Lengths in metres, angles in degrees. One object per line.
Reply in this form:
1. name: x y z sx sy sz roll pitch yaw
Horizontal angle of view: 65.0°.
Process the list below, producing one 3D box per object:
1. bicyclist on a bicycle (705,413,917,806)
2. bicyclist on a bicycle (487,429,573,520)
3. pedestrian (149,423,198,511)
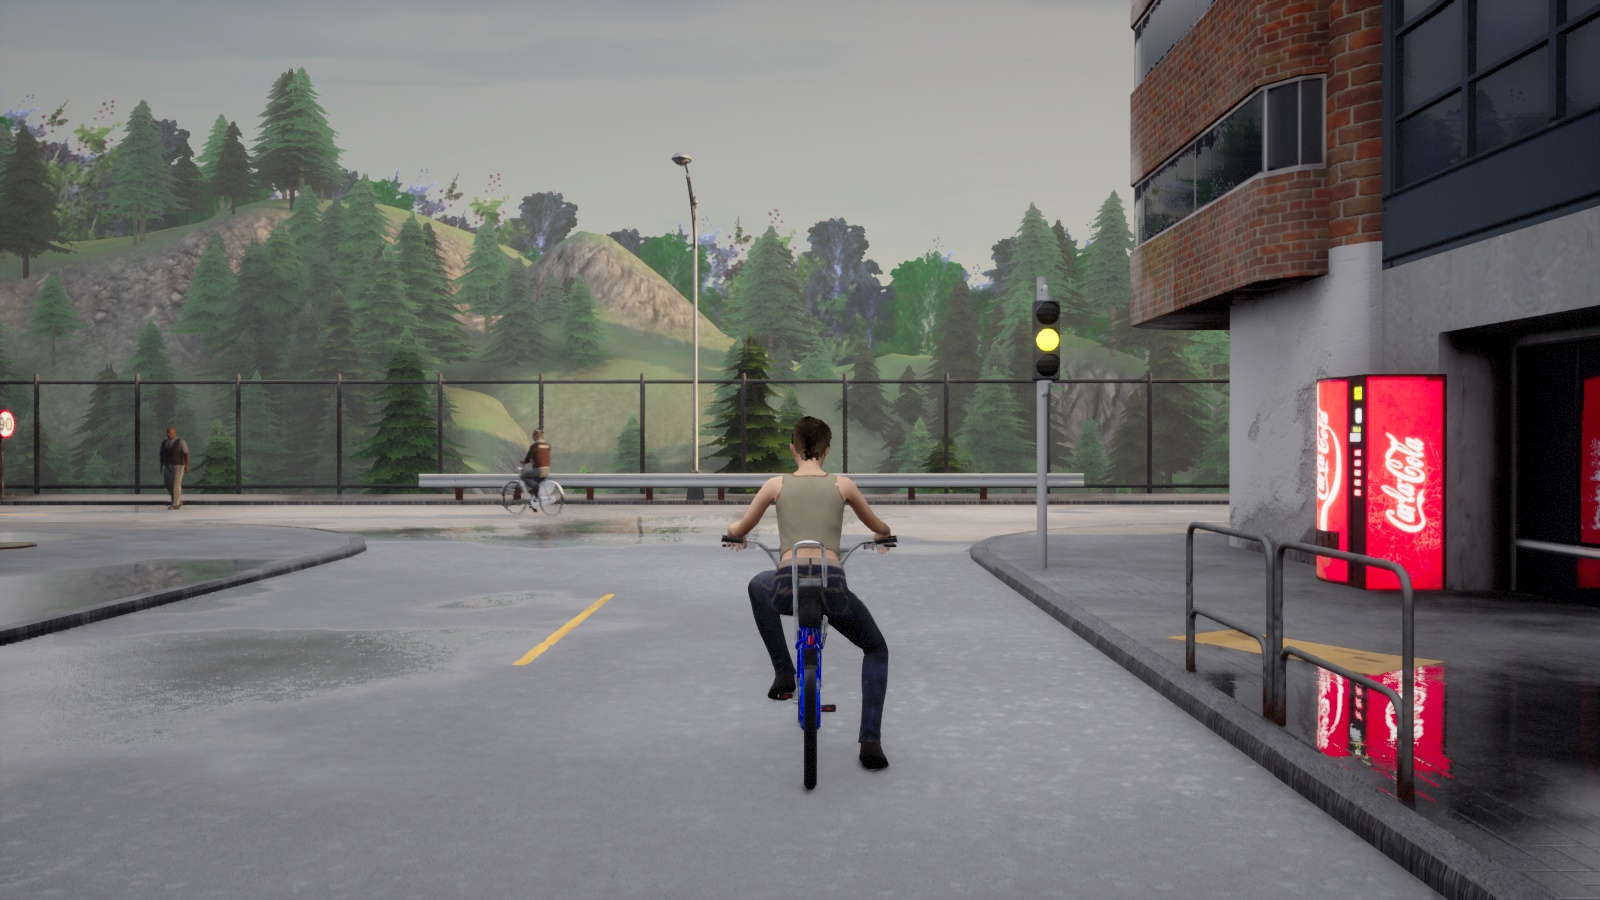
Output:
1. bicyclist on a bicycle: 0.045 0.650 5.896 0.866 1.612 1.509 0 0 0
2. bicyclist on a bicycle: -5.503 0.468 25.557 1.843 1.776 0.659 1 2 38
3. pedestrian: -13.523 0.356 27.111 0.563 1.883 0.849 0 0 9
